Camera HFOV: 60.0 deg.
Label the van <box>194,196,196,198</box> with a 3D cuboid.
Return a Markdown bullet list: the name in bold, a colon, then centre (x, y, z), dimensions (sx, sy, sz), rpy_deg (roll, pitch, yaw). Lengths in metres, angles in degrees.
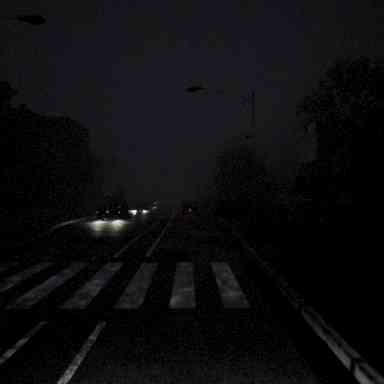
- **van**: centre (3.554, 2.168, 80.370), dimensions (4.442, 1.987, 1.878), rpy_deg (1, -1, -23)

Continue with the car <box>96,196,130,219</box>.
- **car**: centre (-7.147, 1.345, 30.611), dimensions (2.150, 2.045, 5.566), rpy_deg (0, -1, -2)

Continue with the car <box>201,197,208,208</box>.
- **car**: centre (4.690, 1.667, 47.722), dimensions (5.566, 2.045, 2.435), rpy_deg (1, -1, -22)

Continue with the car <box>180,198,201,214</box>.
- **car**: centre (-0.298, 1.800, 39.973), dimensions (1.837, 1.490, 4.892), rpy_deg (0, -1, -2)

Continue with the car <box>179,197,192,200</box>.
- **car**: centre (-1.570, 2.391, 74.354), dimensions (1.994, 1.385, 4.181), rpy_deg (0, -1, -3)

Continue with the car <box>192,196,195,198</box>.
- **car**: centre (3.275, 2.425, 83.284), dimensions (5.008, 1.535, 2.097), rpy_deg (1, -1, -23)

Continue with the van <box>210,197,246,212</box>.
- **van**: centre (4.860, 1.641, 44.799), dimensions (4.442, 1.987, 1.878), rpy_deg (1, -1, -22)

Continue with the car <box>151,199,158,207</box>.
- **car**: centre (-8.281, 2.182, 68.586), dimensions (2.097, 1.767, 4.553), rpy_deg (0, 0, -2)

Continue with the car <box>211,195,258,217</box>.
- **car**: centre (5.153, 1.392, 32.937), dimensions (5.566, 2.045, 2.435), rpy_deg (1, -1, -22)

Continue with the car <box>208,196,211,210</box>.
- **car**: centre (5.013, 1.446, 35.861), dimensions (5.566, 2.045, 2.435), rpy_deg (1, -1, -22)

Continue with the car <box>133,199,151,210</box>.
- **car**: centre (-7.754, 1.986, 50.615), dimensions (1.837, 1.490, 4.892), rpy_deg (0, -1, -2)

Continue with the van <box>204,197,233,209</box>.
- **van**: centre (4.482, 1.843, 56.635), dimensions (4.442, 1.987, 1.878), rpy_deg (1, -1, -22)
